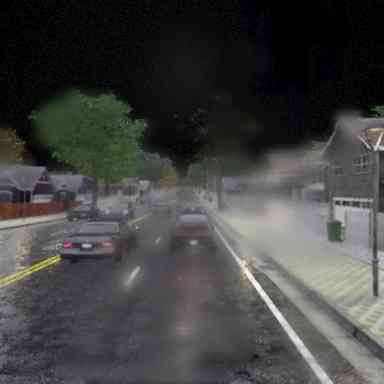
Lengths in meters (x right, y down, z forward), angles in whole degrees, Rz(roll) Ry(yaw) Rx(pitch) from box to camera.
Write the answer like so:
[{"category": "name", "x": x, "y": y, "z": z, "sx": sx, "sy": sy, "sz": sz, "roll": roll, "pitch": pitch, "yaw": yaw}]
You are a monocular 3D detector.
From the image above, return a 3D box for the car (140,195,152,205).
[{"category": "car", "x": -9.751, "y": 1.747, "z": 71.208, "sx": 2.150, "sy": 2.045, "sz": 5.566, "roll": 0, "pitch": 0, "yaw": 0}]

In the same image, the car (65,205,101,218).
[{"category": "car", "x": -9.850, "y": 1.927, "z": 30.683, "sx": 2.033, "sy": 1.411, "sz": 5.357, "roll": 0, "pitch": -1, "yaw": 0}]

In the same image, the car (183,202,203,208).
[{"category": "car", "x": 0.097, "y": 1.790, "z": 35.318, "sx": 2.097, "sy": 1.767, "sz": 4.553, "roll": 0, "pitch": -1, "yaw": 0}]

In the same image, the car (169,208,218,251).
[{"category": "car", "x": 0.090, "y": 1.682, "z": 14.910, "sx": 1.837, "sy": 1.490, "sz": 4.892, "roll": 0, "pitch": 0, "yaw": 0}]

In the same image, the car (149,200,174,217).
[{"category": "car", "x": -3.151, "y": 1.950, "z": 37.133, "sx": 2.128, "sy": 1.511, "sz": 4.902, "roll": 0, "pitch": -1, "yaw": 0}]

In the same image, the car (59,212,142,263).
[{"category": "car", "x": -3.153, "y": 1.695, "z": 12.493, "sx": 2.033, "sy": 1.411, "sz": 5.357, "roll": 0, "pitch": -1, "yaw": 0}]

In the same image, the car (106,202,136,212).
[{"category": "car", "x": -6.599, "y": 1.735, "z": 30.991, "sx": 2.097, "sy": 1.767, "sz": 4.553, "roll": 0, "pitch": -1, "yaw": 0}]

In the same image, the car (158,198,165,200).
[{"category": "car", "x": -6.501, "y": 2.075, "z": 71.239, "sx": 1.994, "sy": 1.385, "sz": 4.181, "roll": 0, "pitch": 0, "yaw": 0}]
